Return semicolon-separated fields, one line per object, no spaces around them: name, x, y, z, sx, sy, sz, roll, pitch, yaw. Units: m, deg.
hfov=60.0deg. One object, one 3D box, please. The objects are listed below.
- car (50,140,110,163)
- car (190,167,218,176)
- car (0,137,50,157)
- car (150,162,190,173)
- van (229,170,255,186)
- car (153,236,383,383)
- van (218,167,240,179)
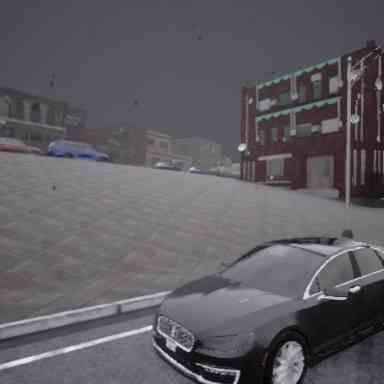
car;-10.118;-3.304;29.894;2.435;2.045;5.566;0;-1;44
car;0.765;-2.390;42.383;2.002;1.452;4.674;0;-2;40
car;-13.989;-3.345;25.832;2.185;1.767;4.553;0;-1;45
car;-2.793;-2.620;38.140;2.002;1.452;4.674;0;-2;41
van;7.731;-2.125;51.164;1.878;1.987;4.442;1;-2;38
car;1.736;1.523;5.231;4.892;1.490;1.837;0;0;-36
van;4.350;-2.398;46.786;1.878;1.987;4.442;0;-2;39
